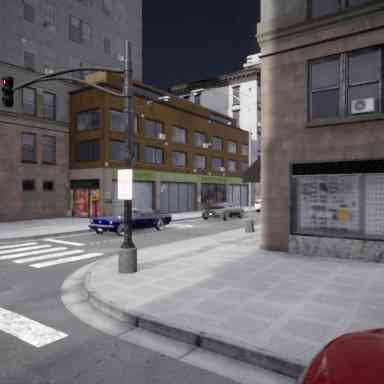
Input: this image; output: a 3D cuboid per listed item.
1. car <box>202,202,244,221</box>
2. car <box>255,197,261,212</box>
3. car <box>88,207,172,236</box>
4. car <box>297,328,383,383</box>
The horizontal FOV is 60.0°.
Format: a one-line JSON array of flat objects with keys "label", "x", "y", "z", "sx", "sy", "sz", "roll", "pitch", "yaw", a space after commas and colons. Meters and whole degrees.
[{"label": "car", "x": 2.514, "y": 1.456, "z": 26.370, "sx": 1.994, "sy": 1.385, "sz": 4.181, "roll": 0, "pitch": 0, "yaw": 35}, {"label": "car", "x": 8.597, "y": 1.069, "z": 34.975, "sx": 2.150, "sy": 2.045, "sz": 5.566, "roll": 0, "pitch": 0, "yaw": 36}, {"label": "car", "x": -3.257, "y": 1.535, "z": 18.172, "sx": 1.895, "sy": 1.301, "sz": 4.718, "roll": 0, "pitch": 0, "yaw": 35}, {"label": "car", "x": 2.732, "y": 1.315, "z": 0.876, "sx": 5.009, "sy": 1.841, "sz": 2.192, "roll": 0, "pitch": 0, "yaw": 35}]
